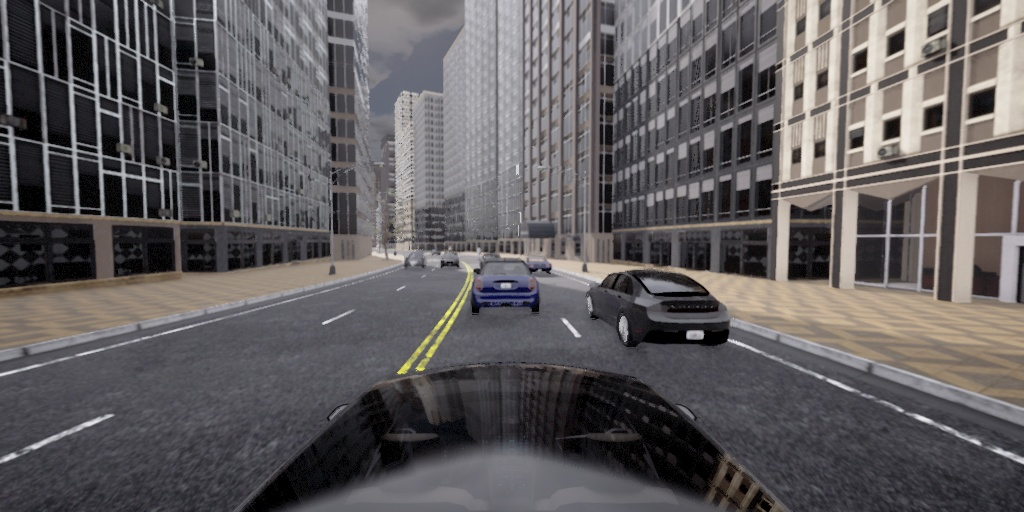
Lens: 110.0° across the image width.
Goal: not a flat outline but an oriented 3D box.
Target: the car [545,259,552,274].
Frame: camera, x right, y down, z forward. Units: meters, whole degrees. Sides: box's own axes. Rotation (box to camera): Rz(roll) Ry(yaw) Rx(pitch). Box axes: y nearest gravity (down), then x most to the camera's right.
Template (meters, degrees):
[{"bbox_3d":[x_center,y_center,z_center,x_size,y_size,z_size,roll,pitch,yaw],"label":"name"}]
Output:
[{"bbox_3d":[1.712,0.686,27.869,1.895,1.301,4.718,0,1,-7],"label":"car"}]

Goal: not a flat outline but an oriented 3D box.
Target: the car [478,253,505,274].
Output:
[{"bbox_3d":[-1.743,0.563,29.241,1.837,1.490,4.892,0,1,-7],"label":"car"}]

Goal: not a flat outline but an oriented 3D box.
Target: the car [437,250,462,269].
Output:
[{"bbox_3d":[-6.044,0.423,35.170,1.837,1.490,4.892,0,1,-9],"label":"car"}]

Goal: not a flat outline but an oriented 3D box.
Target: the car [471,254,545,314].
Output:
[{"bbox_3d":[-0.284,0.831,12.562,2.097,1.767,4.553,0,1,-3],"label":"car"}]

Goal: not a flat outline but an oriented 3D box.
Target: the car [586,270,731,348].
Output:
[{"bbox_3d":[3.138,1.077,8.707,1.837,1.490,4.892,0,2,-2],"label":"car"}]

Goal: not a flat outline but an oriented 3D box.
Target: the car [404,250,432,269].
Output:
[{"bbox_3d":[-9.242,0.434,34.598,2.128,1.511,4.902,0,1,-9],"label":"car"}]
